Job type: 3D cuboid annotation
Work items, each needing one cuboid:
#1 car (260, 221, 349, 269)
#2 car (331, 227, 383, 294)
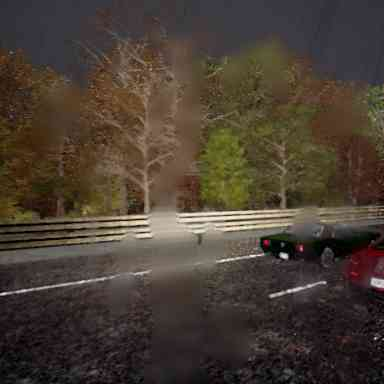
[{"bbox_3d":[4.593,1.660,11.391,4.718,1.301,1.895,0,0,-36],"label":"car"},{"bbox_3d":[5.419,1.575,7.661,4.674,1.442,1.812,0,0,-36],"label":"car"}]
